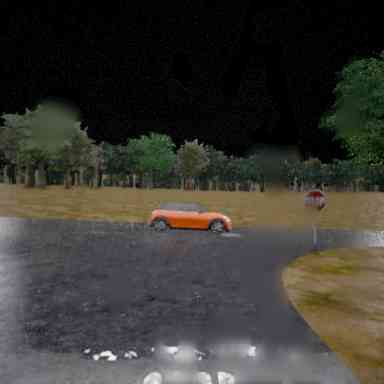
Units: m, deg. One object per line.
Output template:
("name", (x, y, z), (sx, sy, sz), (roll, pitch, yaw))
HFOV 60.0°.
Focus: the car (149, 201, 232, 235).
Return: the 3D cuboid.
("car", (-0.082, 1.358, 18.606), (4.553, 1.767, 2.097), (2, -2, -3))
